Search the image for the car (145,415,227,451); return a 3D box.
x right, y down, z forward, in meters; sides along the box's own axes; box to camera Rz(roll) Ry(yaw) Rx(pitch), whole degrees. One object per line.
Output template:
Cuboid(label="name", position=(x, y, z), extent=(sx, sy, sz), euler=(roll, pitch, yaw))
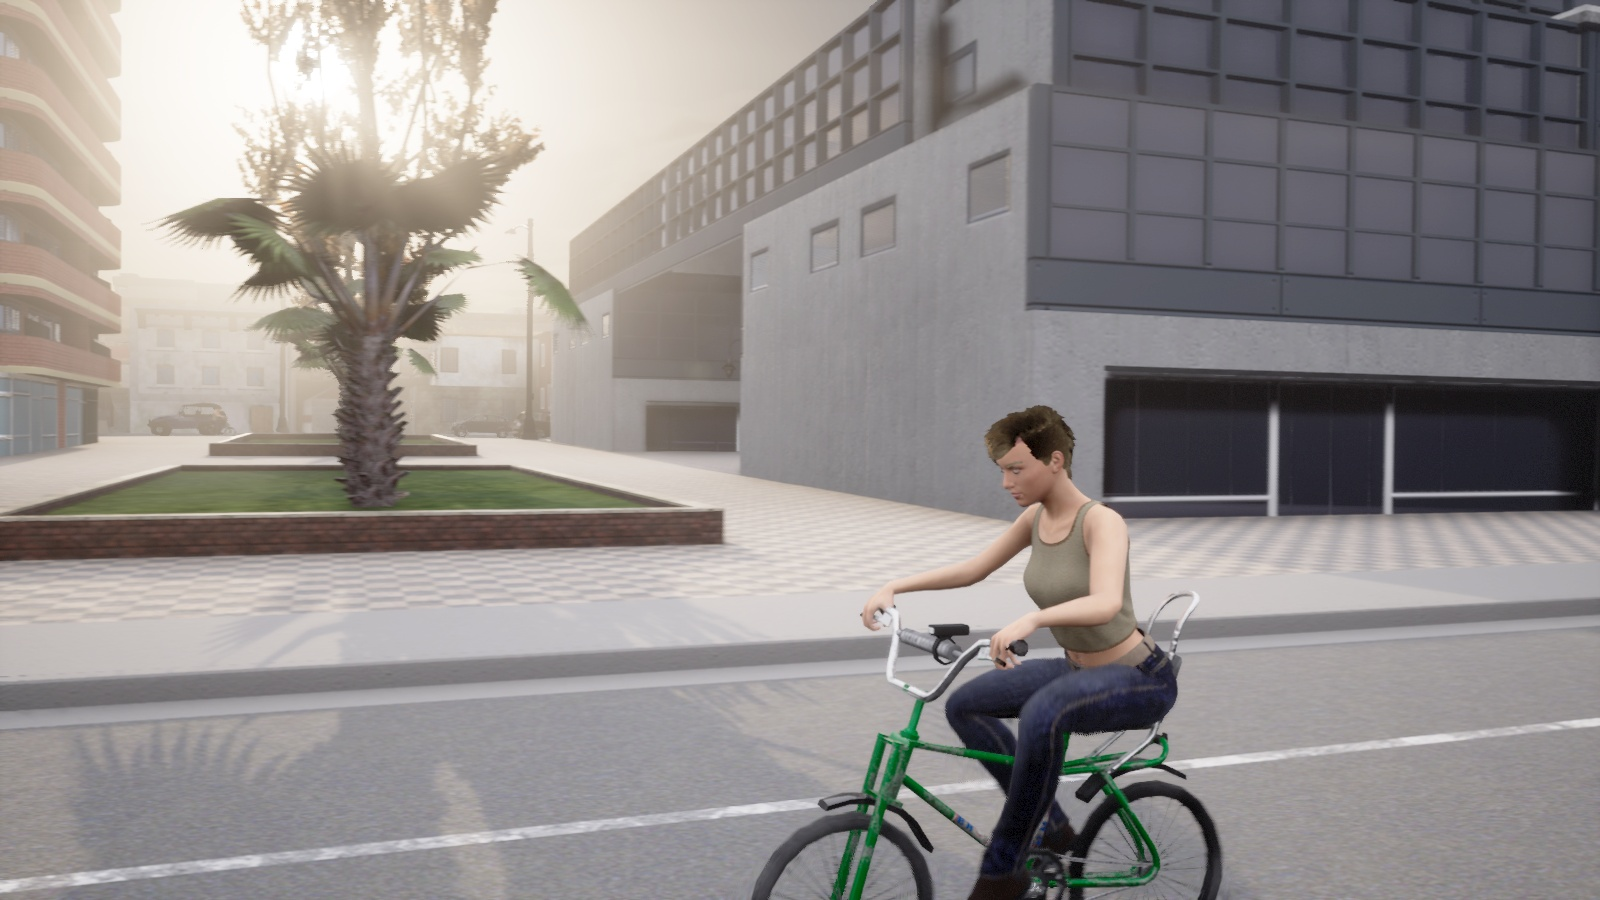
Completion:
Cuboid(label="car", position=(-34.275, -0.957, 70.212), extent=(3.866, 1.878, 1.905), euler=(-2, 1, -21))

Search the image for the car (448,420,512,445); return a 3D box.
Cuboid(label="car", position=(-20.185, -1.076, 79.242), extent=(3.705, 1.549, 1.789), euler=(0, 1, -21))

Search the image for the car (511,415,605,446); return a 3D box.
Cuboid(label="car", position=(-13.436, -1.083, 69.796), extent=(4.611, 1.667, 2.242), euler=(0, 1, -36))

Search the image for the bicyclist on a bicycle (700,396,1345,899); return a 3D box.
Cuboid(label="bicyclist on a bicycle", position=(0.584, 0.670, 3.465), extent=(1.509, 1.612, 0.866), euler=(-1, 1, -21))
